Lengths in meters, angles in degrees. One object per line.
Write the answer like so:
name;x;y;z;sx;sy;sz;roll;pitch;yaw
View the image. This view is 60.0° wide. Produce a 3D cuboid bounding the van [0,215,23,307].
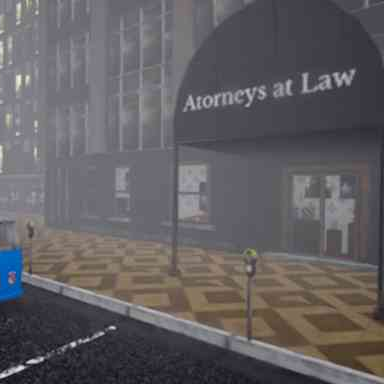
van;-4.921;1.225;6.383;3.998;1.788;1.690;1;1;35
